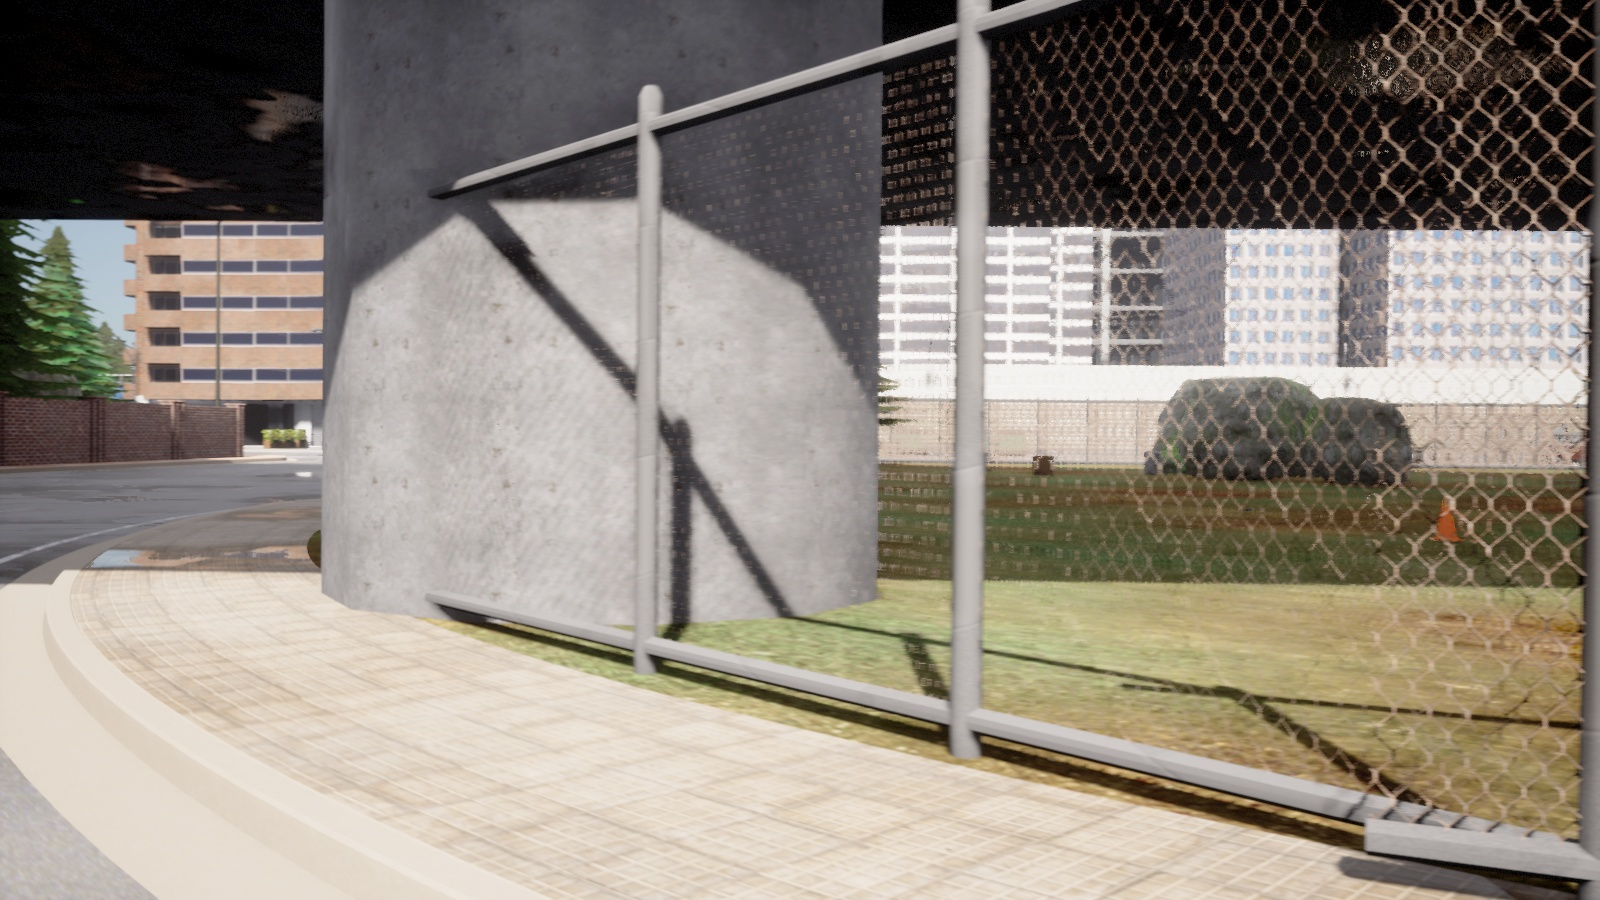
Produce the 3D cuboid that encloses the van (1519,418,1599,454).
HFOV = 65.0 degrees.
[{"bbox_3d":[42.930,-0.785,70.231,4.442,1.987,1.775,0,1,1],"label":"van"}]
